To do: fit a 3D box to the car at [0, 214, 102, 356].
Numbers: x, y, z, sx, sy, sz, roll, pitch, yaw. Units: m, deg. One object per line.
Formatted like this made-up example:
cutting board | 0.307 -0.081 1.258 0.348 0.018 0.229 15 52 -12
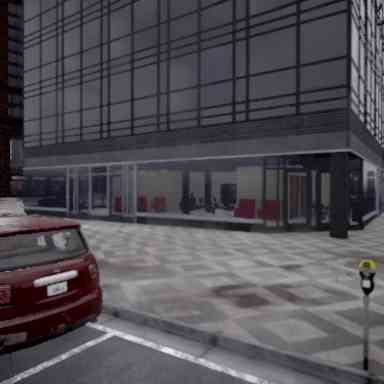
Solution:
car | -3.675 1.299 5.530 5.009 1.841 2.192 0 1 34
